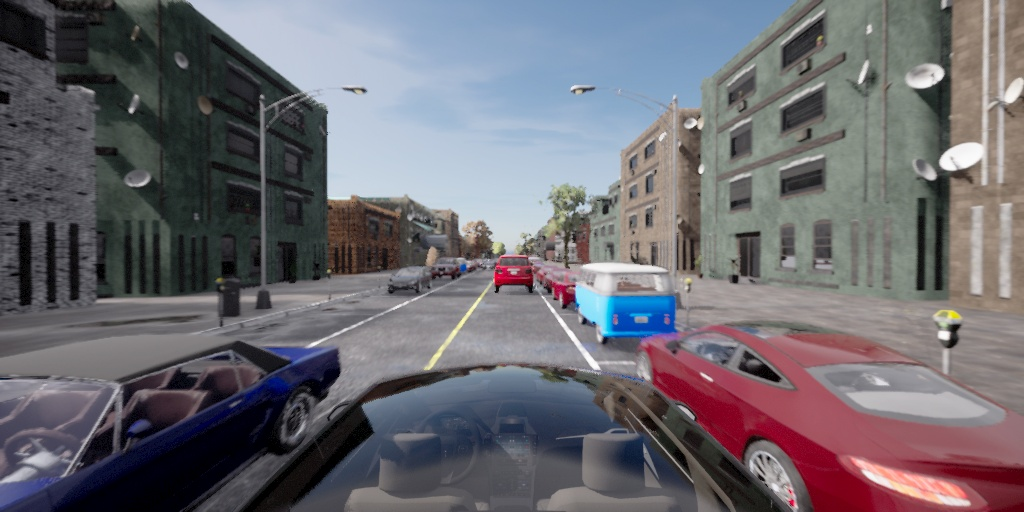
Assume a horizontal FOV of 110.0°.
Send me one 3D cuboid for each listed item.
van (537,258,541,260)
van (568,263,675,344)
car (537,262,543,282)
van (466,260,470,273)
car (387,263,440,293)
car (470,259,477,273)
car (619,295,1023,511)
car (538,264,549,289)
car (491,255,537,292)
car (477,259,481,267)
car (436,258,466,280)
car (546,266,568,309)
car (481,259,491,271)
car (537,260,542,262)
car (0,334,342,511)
[{"bbox_3d":[2.696,1.093,42.604,1.690,1.789,3.998,0,0,0],"label":"van"},{"bbox_3d":[2.695,1.091,9.314,1.690,1.789,3.998,0,0,0],"label":"van"},{"bbox_3d":[2.696,1.334,25.959,1.802,1.307,4.207,0,0,0],"label":"car"},{"bbox_3d":[-5.685,1.093,37.054,1.690,1.789,3.998,0,0,0],"label":"van"},{"bbox_3d":[-5.685,1.301,20.409,2.007,1.370,4.403,0,0,0],"label":"car"},{"bbox_3d":[-5.684,1.192,42.602,1.967,1.591,4.097,0,0,0],"label":"car"},{"bbox_3d":[2.695,1.332,3.765,1.802,1.307,4.207,0,0,0],"label":"car"},{"bbox_3d":[2.695,1.333,20.410,1.802,1.307,4.207,0,0,0],"label":"car"},{"bbox_3d":[0.102,0.973,21.525,2.150,2.045,5.566,0,0,0],"label":"car"},{"bbox_3d":[-5.684,1.297,48.151,1.888,1.381,4.507,0,0,0],"label":"car"},{"bbox_3d":[-5.685,1.066,31.506,2.192,1.841,5.009,0,0,0],"label":"car"},{"bbox_3d":[2.695,1.296,14.862,1.888,1.381,4.507,0,0,0],"label":"car"},{"bbox_3d":[-2.998,1.251,48.536,2.128,1.511,4.902,0,0,0],"label":"car"},{"bbox_3d":[2.696,1.334,37.056,1.802,1.307,4.207,0,0,0],"label":"car"},{"bbox_3d":[-3.101,1.351,2.341,1.895,1.301,4.718,0,0,0],"label":"car"}]
